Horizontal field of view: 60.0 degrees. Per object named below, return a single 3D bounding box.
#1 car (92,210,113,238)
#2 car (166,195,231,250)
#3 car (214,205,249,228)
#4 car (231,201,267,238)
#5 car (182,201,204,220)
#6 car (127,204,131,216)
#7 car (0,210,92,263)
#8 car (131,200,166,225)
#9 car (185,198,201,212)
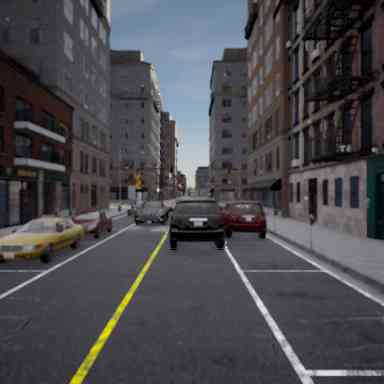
[{"bbox_3d":[-5.391,1.631,17.813,1.802,1.307,4.206,0,0,0],"label":"car"},{"bbox_3d":[0.145,1.261,14.778,2.150,2.045,5.566,0,0,-2],"label":"car"},{"bbox_3d":[2.632,1.633,23.265,1.947,1.339,4.313,0,0,0],"label":"car"},{"bbox_3d":[2.632,1.364,17.813,2.192,1.841,5.009,0,0,0],"label":"car"},{"bbox_3d":[0.091,1.594,29.950,1.837,1.490,4.892,0,-1,0],"label":"car"},{"bbox_3d":[-5.396,1.547,34.174,1.967,1.590,4.097,0,0,0],"label":"car"},{"bbox_3d":[-5.390,1.557,12.190,1.752,1.417,4.829,0,0,0],"label":"car"},{"bbox_3d":[-2.853,1.422,24.361,2.097,1.767,4.553,0,0,0],"label":"car"},{"bbox_3d":[0.087,1.618,42.226,1.882,1.535,5.008,0,0,0],"label":"car"}]
